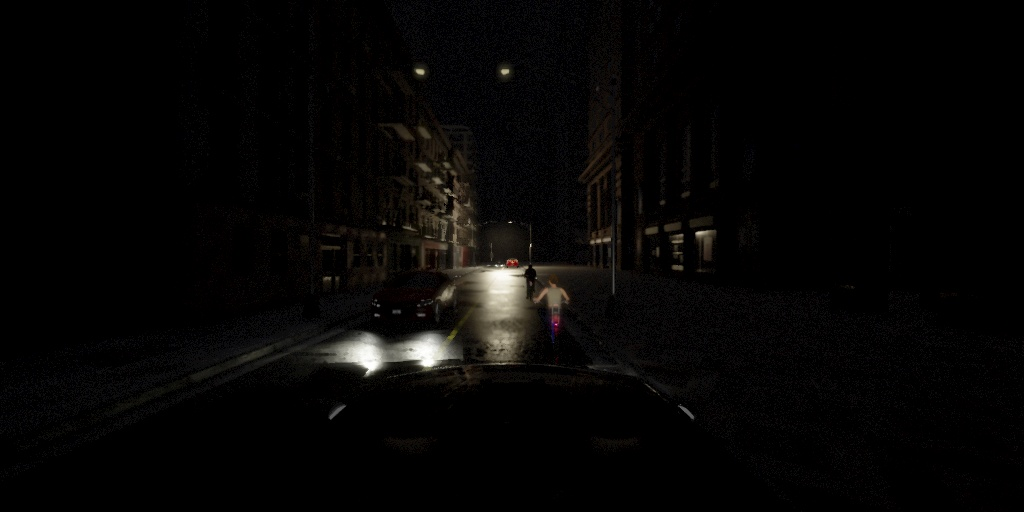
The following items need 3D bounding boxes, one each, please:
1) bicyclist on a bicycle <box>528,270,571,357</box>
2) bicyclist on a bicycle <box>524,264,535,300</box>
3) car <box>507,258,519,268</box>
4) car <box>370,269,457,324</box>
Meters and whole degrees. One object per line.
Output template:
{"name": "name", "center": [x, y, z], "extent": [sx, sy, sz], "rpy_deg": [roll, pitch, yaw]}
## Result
{"name": "bicyclist on a bicycle", "center": [0.863, 1.186, 7.579], "extent": [0.866, 1.612, 1.509], "rpy_deg": [0, 0, 0]}
{"name": "bicyclist on a bicycle", "center": [0.827, 1.204, 15.944], "extent": [0.582, 1.620, 1.656], "rpy_deg": [0, 0, 0]}
{"name": "car", "center": [0.099, 1.181, 64.017], "extent": [2.097, 1.767, 4.553], "rpy_deg": [0, 0, 0]}
{"name": "car", "center": [-3.099, 1.228, 12.147], "extent": [1.882, 1.535, 5.008], "rpy_deg": [0, 0, 0]}
